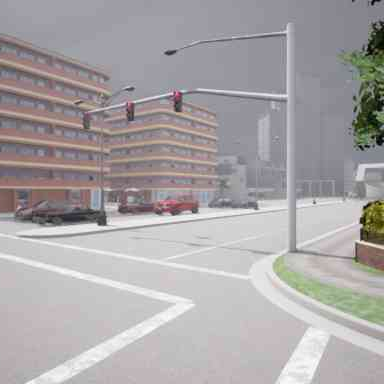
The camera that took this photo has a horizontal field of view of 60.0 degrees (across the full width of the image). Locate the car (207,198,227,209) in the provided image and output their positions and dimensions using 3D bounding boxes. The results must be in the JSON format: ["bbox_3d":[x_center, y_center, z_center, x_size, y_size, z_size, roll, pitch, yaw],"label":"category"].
[{"bbox_3d":[4.065,1.526,46.431,1.812,1.442,4.674,0,0,36],"label":"car"}]

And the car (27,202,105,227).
[{"bbox_3d":[-8.520,1.601,23.240,1.895,1.301,4.718,0,0,36],"label":"car"}]

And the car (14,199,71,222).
[{"bbox_3d":[-11.115,1.352,25.628,2.097,1.767,4.553,0,0,36],"label":"car"}]

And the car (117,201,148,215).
[{"bbox_3d":[-5.280,1.599,33.635,1.895,1.301,4.718,0,0,36],"label":"car"}]

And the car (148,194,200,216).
[{"bbox_3d":[-1.401,1.223,33.035,2.150,2.045,5.566,0,0,35],"label":"car"}]

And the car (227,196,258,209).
[{"bbox_3d":[7.043,1.352,44.577,2.097,1.767,4.553,0,0,36],"label":"car"}]
